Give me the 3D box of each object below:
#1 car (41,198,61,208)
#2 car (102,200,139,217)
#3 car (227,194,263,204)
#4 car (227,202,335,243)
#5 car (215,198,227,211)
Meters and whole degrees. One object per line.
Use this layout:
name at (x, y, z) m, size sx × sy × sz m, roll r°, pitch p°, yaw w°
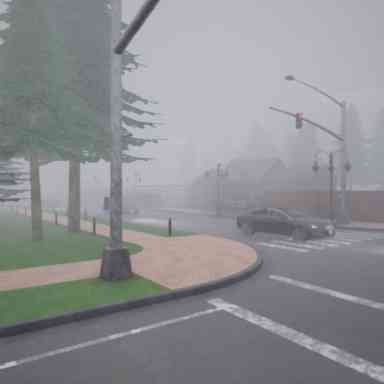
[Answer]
car at (-20.955, 1.591, 48.938) m, size 1.895 × 1.301 × 4.718 m, roll 0°, pitch 0°, yaw -42°
car at (-6.563, 1.481, 30.392) m, size 2.128 × 1.511 × 4.902 m, roll 0°, pitch 0°, yaw -37°
car at (6.278, 1.169, 34.831) m, size 4.605 × 1.855 × 1.932 m, roll 0°, pitch 0°, yaw -37°
car at (4.373, 1.484, 16.270) m, size 2.128 × 1.511 × 4.902 m, roll 0°, pitch 0°, yaw -43°
car at (4.457, 1.170, 36.608) m, size 3.866 × 1.878 × 1.905 m, roll 0°, pitch 0°, yaw -37°
